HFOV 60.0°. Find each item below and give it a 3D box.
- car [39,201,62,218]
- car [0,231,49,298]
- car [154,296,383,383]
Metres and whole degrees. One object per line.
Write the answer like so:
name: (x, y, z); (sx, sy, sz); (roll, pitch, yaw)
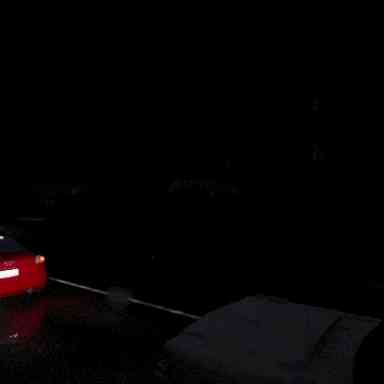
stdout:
car: (-11.384, 1.490, 30.309); (1.837, 1.490, 4.892); (0, 0, 35)
car: (-5.193, 1.571, 7.743); (4.181, 1.385, 1.994); (0, 0, 37)
car: (1.979, 1.601, 2.574); (4.718, 1.301, 1.895); (0, 0, 36)
